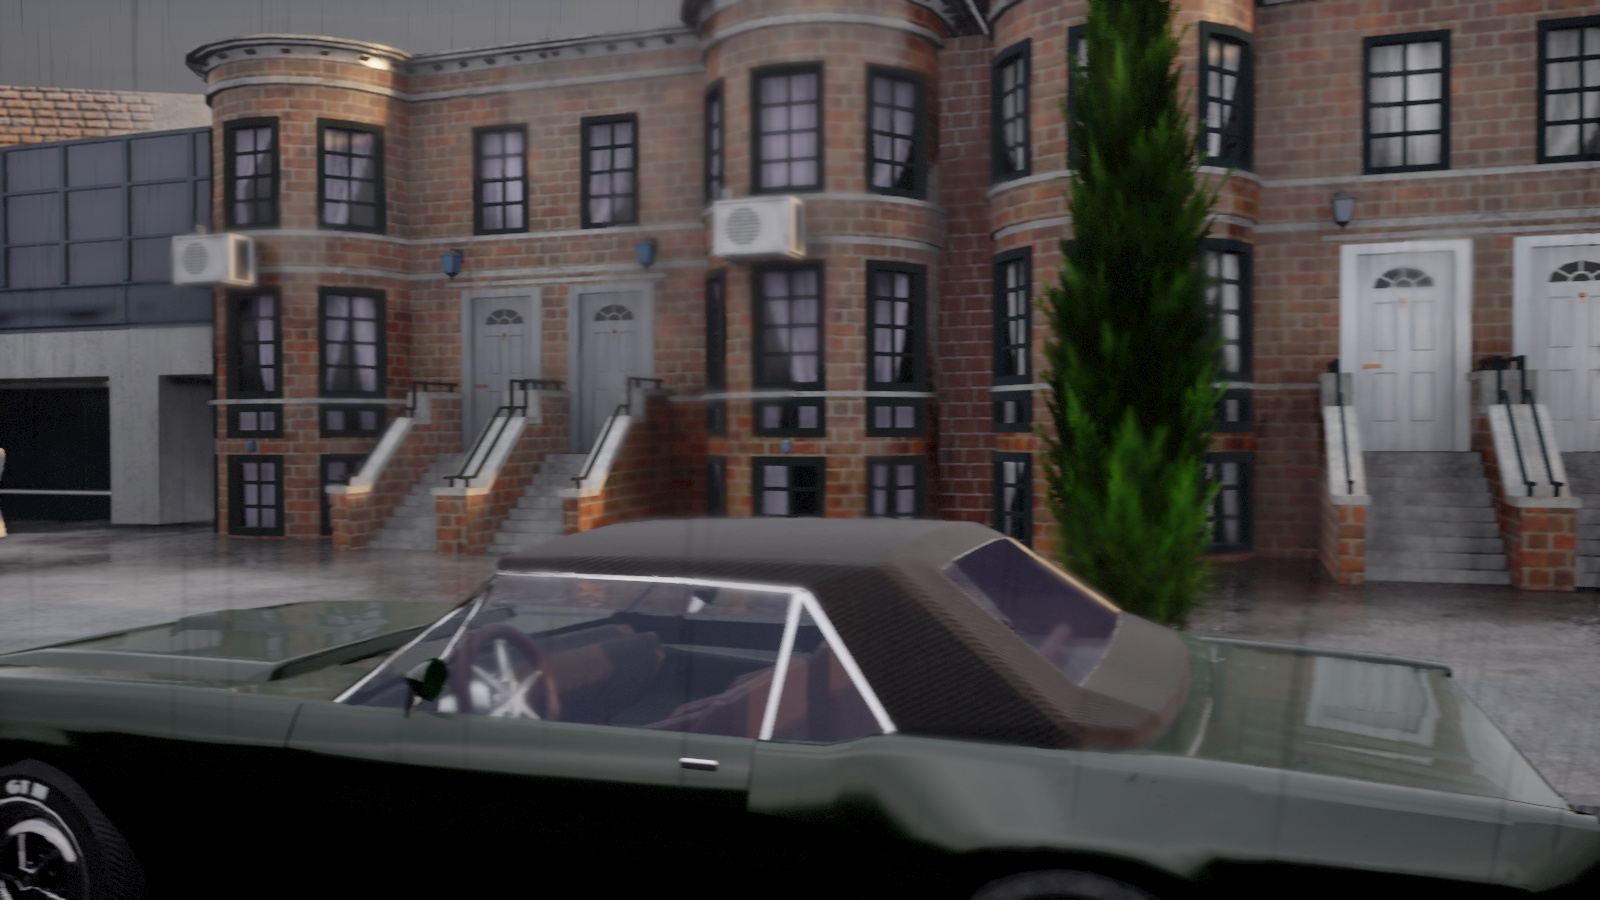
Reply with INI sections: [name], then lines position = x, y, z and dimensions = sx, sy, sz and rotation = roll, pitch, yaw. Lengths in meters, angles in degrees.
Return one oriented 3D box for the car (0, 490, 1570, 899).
[car]
position = -0.558, 0.862, 3.908
dimensions = 4.718, 1.301, 1.895
rotation = 1, 1, 19
